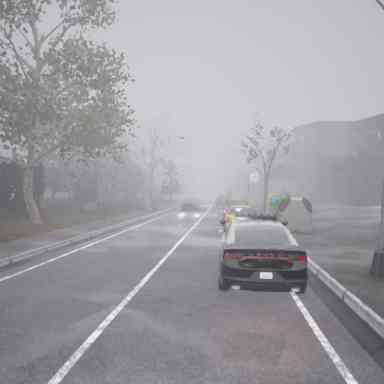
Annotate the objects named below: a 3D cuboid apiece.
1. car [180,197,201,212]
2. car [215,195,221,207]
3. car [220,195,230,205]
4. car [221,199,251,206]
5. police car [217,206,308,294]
[{"bbox_3d":[-0.115,1.316,35.928,1.882,1.535,5.008,1,0,5],"label":"car"},{"bbox_3d":[4.463,1.165,48.046,2.097,1.767,4.553,0,0,3],"label":"car"},{"bbox_3d":[3.375,1.278,24.893,2.097,1.767,4.553,1,0,6],"label":"car"},{"bbox_3d":[2.770,1.405,19.117,1.801,1.575,5.366,1,0,6],"label":"car"},{"bbox_3d":[1.716,1.414,9.045,1.930,1.638,5.238,1,0,6],"label":"police car"}]
